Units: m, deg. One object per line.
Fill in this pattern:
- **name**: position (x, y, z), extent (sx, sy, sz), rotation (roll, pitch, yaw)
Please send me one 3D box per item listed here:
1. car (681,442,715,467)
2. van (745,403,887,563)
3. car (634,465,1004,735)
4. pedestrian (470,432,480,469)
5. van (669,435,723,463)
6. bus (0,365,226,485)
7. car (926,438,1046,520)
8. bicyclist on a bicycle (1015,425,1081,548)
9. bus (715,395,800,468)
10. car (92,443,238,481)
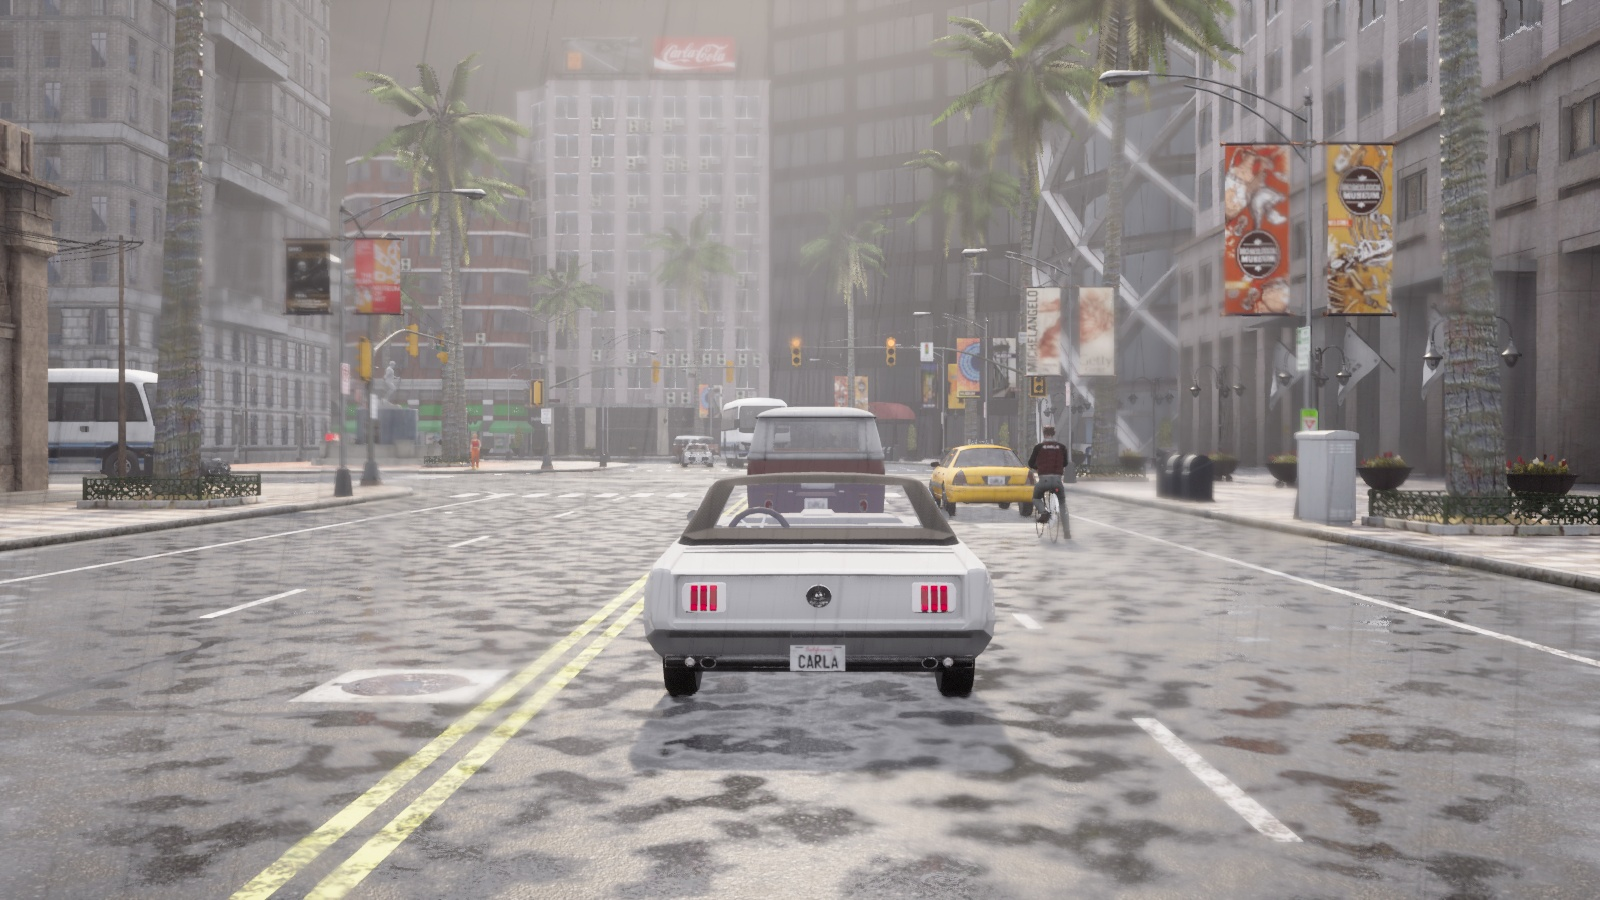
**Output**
- **car**: position (-6.360, 0.268, 77.767), extent (1.970, 1.475, 3.806), rotation (0, 0, -6)
- **van**: position (0.224, 0.399, 17.841), extent (1.775, 1.987, 4.442), rotation (0, 0, 1)
- **car**: position (0.125, 0.797, 8.803), extent (1.895, 1.301, 4.718), rotation (0, 0, 1)
- **pedestrian**: position (-16.406, 0.032, 63.370), extent (0.345, 1.836, 0.594), rotation (0, 0, 0)
- **van**: position (-7.718, -0.061, 93.037), extent (2.069, 2.038, 4.480), rotation (0, 0, -34)
- **bus**: position (-27.301, -0.914, 46.485), extent (10.273, 4.253, 3.944), rotation (0, 0, 0)
- **car**: position (3.818, 0.538, 26.653), extent (1.801, 1.575, 5.366), rotation (0, 0, 1)
- **bicyclist on a bicycle**: position (3.738, 0.512, 19.057), extent (0.659, 1.776, 1.843), rotation (0, 1, 1)
- **bus**: position (-2.827, -1.077, 78.840), extent (3.944, 4.253, 10.273), rotation (0, 0, -10)
- **car**: position (-25.251, 0.449, 49.998), extent (4.892, 1.490, 1.837), rotation (0, 0, 1)
